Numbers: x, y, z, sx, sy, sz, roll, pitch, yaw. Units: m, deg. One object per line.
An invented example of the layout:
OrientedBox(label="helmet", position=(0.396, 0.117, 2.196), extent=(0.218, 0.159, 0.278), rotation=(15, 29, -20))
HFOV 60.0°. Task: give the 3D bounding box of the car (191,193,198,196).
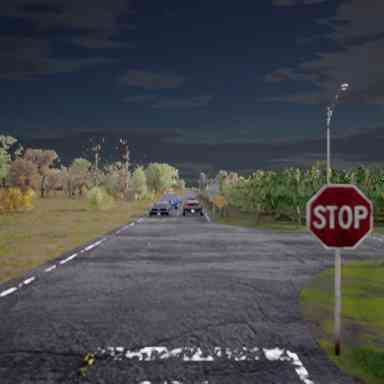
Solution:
OrientedBox(label="car", position=(-0.041, 1.440, 61.146), extent=(1.837, 1.490, 4.892), rotation=(0, 1, 0))

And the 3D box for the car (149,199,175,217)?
OrientedBox(label="car", position=(-2.870, 1.584, 30.927), extent=(1.895, 1.301, 4.718), rotation=(0, 0, 0))

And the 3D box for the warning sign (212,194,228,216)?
OrientedBox(label="warning sign", position=(2.426, 1.100, 28.743), extent=(1.300, 1.860, 1.060), rotation=(0, 0, 0))

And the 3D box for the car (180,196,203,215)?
OrientedBox(label="car", position=(0.075, 1.486, 33.182), extent=(1.837, 1.490, 4.892), rotation=(0, 0, 0))

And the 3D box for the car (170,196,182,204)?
OrientedBox(label="car", position=(-2.845, 1.461, 60.425), extent=(1.812, 1.442, 4.674), rotation=(0, 0, 0))

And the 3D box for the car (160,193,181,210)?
OrientedBox(label="car", position=(-2.872, 1.193, 43.101), extent=(2.150, 2.045, 5.566), rotation=(0, 0, 1))
